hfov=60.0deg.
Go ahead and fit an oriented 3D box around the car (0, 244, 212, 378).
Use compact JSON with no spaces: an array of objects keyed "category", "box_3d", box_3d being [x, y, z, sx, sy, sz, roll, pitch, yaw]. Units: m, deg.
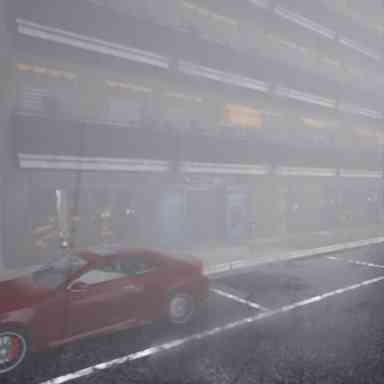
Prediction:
[{"category":"car","box_3d":[-1.581,1.577,5.441,4.206,1.307,1.802,0,0,-35]}]
